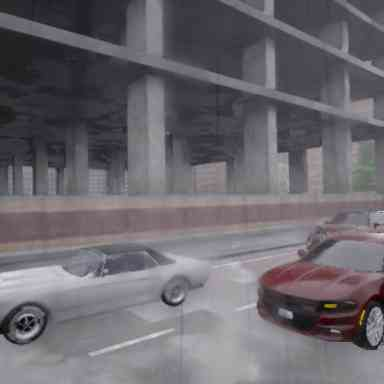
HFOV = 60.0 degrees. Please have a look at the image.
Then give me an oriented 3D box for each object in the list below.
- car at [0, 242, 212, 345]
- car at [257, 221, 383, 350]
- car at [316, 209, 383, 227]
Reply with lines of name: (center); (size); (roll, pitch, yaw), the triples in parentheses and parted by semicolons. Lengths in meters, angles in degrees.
car: (-1.934, 1.799, 6.918); (4.718, 1.301, 1.895); (0, -2, -37)
car: (3.399, 1.575, 6.591); (5.008, 1.535, 1.882); (0, -2, -38)
car: (6.679, 1.546, 13.526); (4.553, 1.767, 2.097); (0, -2, -38)
